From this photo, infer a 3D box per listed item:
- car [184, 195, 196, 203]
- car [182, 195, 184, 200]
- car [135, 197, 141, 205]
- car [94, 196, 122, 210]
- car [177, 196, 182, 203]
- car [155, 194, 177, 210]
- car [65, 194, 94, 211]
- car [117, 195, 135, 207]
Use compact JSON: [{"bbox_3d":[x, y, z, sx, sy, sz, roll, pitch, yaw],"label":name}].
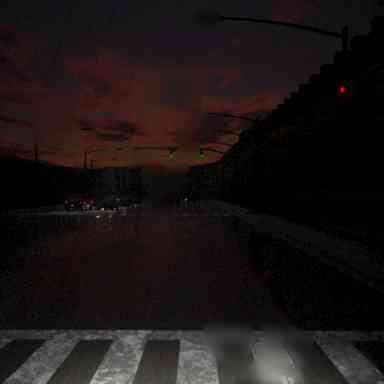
[{"bbox_3d":[-0.111,1.543,73.386,2.128,1.511,4.902,0,0,-3],"label":"car"},{"bbox_3d":[-1.377,1.419,83.466,2.128,1.511,4.902,0,0,-17],"label":"car"},{"bbox_3d":[-10.624,1.568,61.738,2.033,1.411,5.357,0,0,0],"label":"car"},{"bbox_3d":[-10.627,1.540,42.291,1.812,1.442,4.674,0,0,0],"label":"car"},{"bbox_3d":[-3.572,1.525,71.160,1.837,1.490,4.892,0,0,-3],"label":"car"},{"bbox_3d":[-3.456,1.236,42.882,2.150,2.045,5.566,0,0,0],"label":"car"},{"bbox_3d":[-14.131,1.236,42.084,2.150,2.045,5.566,0,0,1],"label":"car"},{"bbox_3d":[-10.630,1.618,51.396,1.895,1.301,4.718,0,0,0],"label":"car"}]
